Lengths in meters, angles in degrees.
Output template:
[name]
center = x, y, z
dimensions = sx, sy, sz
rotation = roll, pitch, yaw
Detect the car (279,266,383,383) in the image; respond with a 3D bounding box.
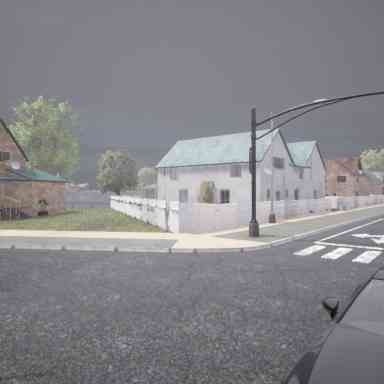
[car]
center = 2.504, 1.524, 3.356
dimensions = 1.812, 1.442, 4.674
rotation = 0, 0, 41
